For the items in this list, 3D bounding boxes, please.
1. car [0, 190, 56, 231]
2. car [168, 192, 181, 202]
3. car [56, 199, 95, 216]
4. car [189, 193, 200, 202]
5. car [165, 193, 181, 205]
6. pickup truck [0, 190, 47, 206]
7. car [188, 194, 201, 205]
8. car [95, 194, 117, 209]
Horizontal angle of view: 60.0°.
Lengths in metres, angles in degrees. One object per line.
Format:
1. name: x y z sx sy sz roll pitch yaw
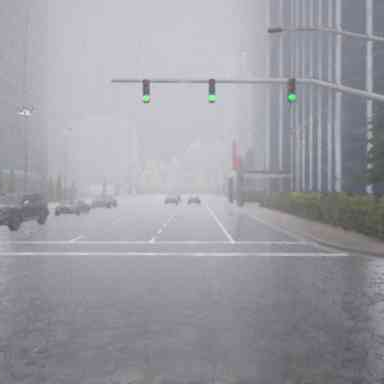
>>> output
1. car: -10.547 1.070 19.851 2.150 2.045 5.566 0 0 0
2. car: -3.063 0.894 60.189 2.097 1.767 4.553 0 0 1
3. car: -10.461 1.340 29.383 1.994 1.385 4.181 0 0 0
4. car: 0.436 1.018 60.366 1.882 1.535 5.008 0 0 1
5. car: -3.053 1.145 49.957 1.812 1.442 4.674 0 0 1
6. pickup truck: -23.332 0.714 45.234 2.390 2.098 6.274 0 1 31
7. car: 0.337 1.144 50.116 1.812 1.442 4.674 0 0 1
8. car: -10.351 1.050 39.587 2.097 1.767 4.553 0 0 0
